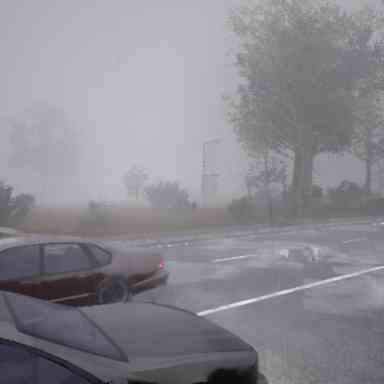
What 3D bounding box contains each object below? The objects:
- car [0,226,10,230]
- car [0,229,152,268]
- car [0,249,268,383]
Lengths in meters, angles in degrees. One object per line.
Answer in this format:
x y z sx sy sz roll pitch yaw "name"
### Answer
-6.177 1.518 8.150 4.674 1.442 1.812 0 0 -35 "car"
-3.041 1.542 6.101 5.357 1.411 2.033 0 0 -35 "car"
-1.885 1.545 2.384 5.357 1.411 2.033 0 0 -35 "car"
